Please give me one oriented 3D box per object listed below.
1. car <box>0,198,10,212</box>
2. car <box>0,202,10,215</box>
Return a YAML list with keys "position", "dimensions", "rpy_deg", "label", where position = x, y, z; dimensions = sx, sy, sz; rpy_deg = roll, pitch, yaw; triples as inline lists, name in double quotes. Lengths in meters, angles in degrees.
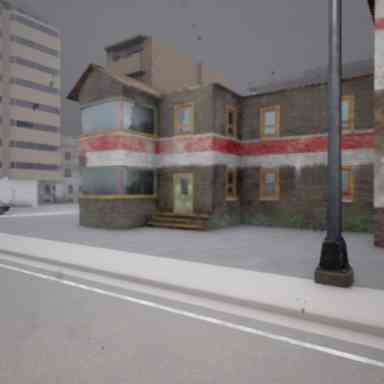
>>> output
- position: [-18.096, 1.126, 28.367]
  dimensions: [1.853, 1.218, 4.536]
  rpy_deg: [0, 0, 15]
  label: "car"
- position: [-18.109, 1.283, 28.317]
  dimensions: [2.038, 1.542, 4.974]
  rpy_deg: [0, 0, 15]
  label: "car"
